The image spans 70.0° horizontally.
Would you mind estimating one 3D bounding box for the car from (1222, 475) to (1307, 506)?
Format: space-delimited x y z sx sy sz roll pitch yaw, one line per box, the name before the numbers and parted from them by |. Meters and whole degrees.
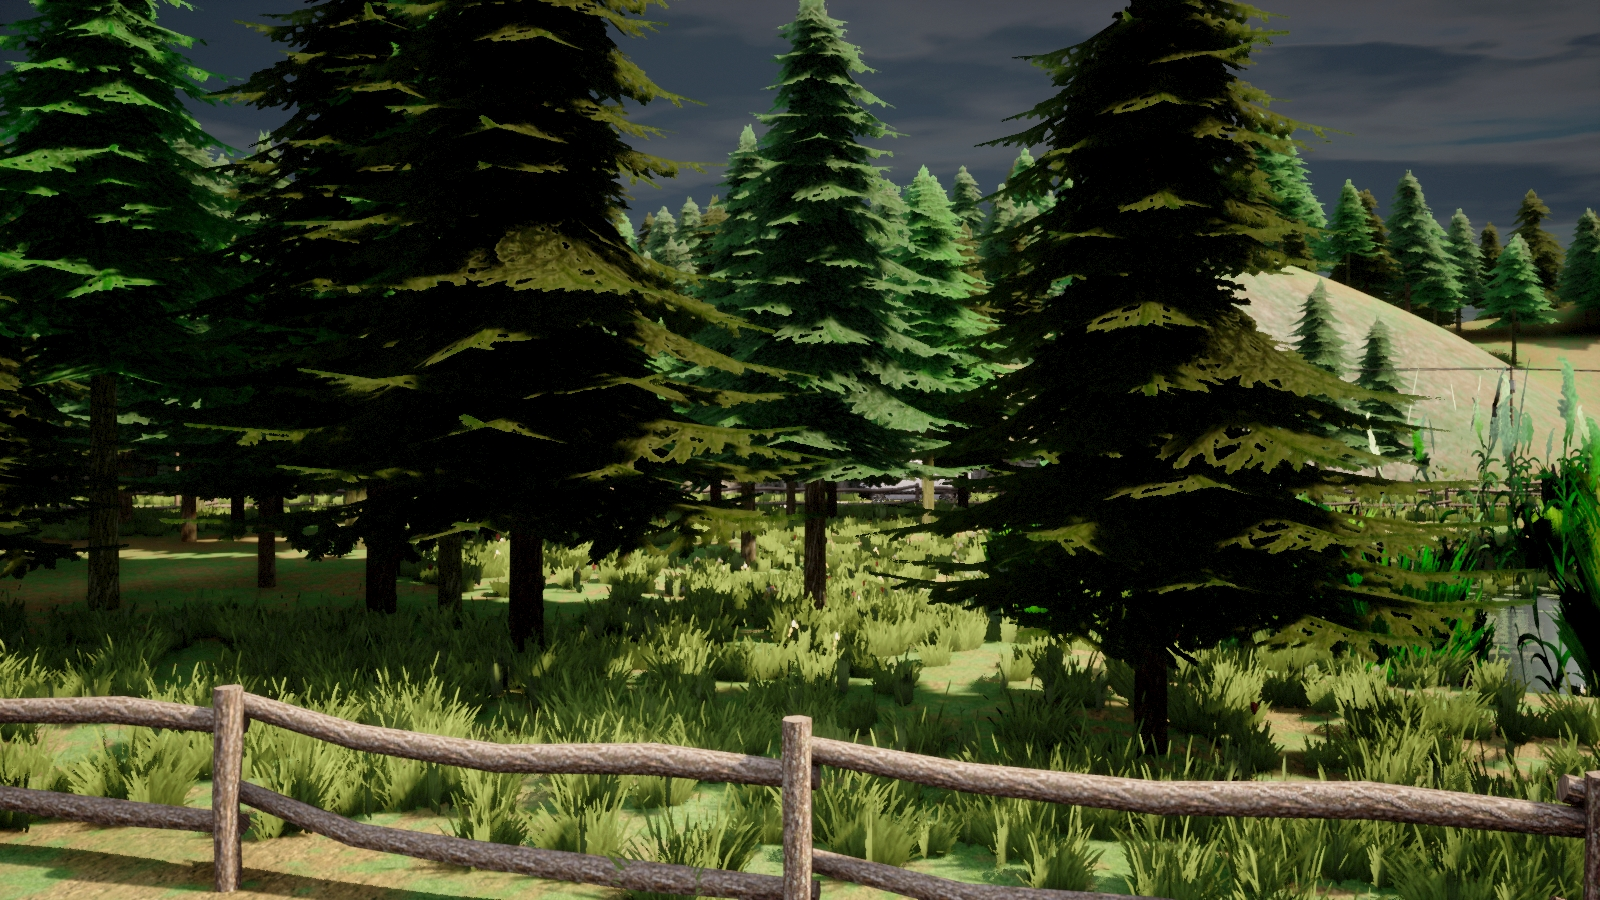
car | 23.664 2.038 58.318 3.633 1.501 1.845 0 0 7
